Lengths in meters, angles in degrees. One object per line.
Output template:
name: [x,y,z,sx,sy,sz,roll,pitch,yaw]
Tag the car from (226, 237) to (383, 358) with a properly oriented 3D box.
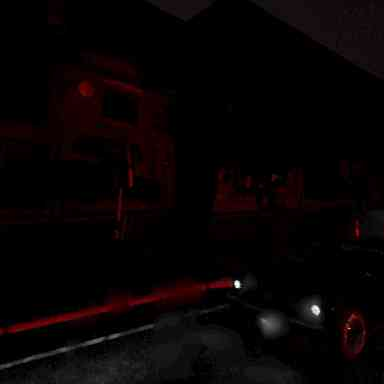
car: [2.895,1.569,6.058,4.718,1.301,1.895,0,0,-36]
